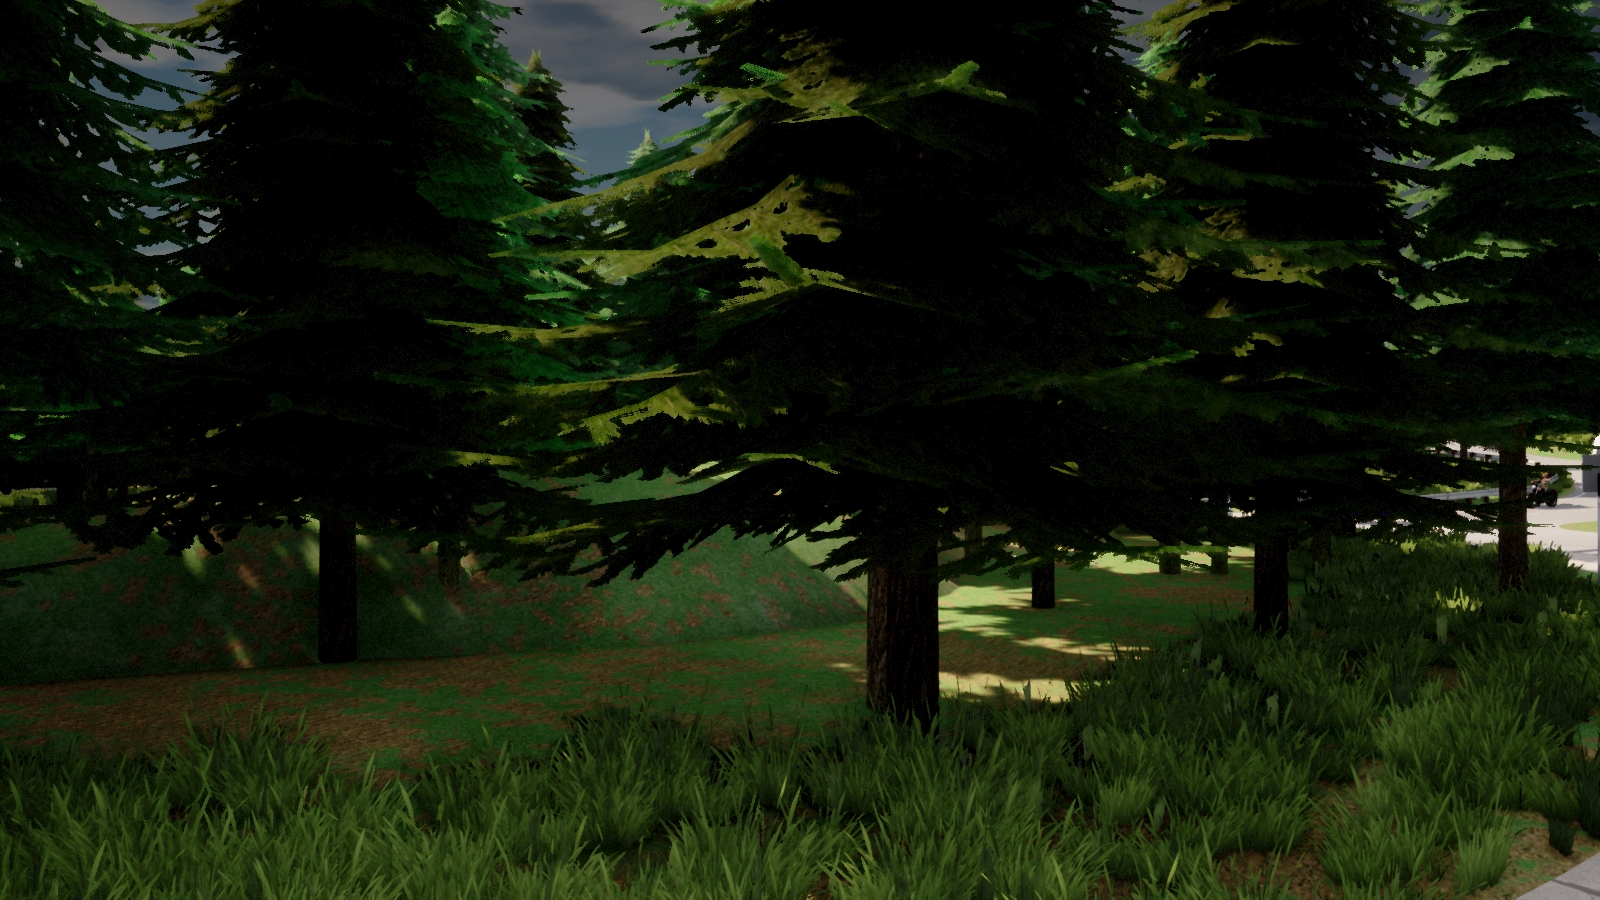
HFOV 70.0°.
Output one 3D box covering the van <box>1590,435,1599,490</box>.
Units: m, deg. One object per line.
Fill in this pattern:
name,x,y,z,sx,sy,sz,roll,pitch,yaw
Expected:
van,42.285,0.684,58.852,1.988,2.561,5.915,0,4,29
